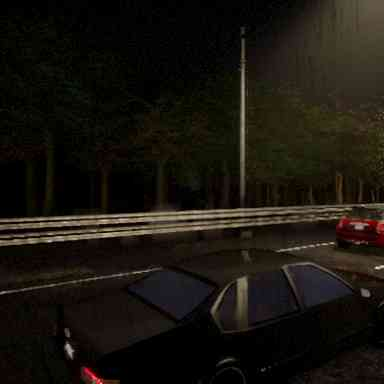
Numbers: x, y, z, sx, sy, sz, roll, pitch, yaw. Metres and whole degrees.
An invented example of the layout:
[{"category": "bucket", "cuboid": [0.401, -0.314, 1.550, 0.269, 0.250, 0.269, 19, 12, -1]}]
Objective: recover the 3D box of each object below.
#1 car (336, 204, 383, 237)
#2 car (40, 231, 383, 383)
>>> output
[{"category": "car", "cuboid": [7.898, 1.325, 13.370, 4.553, 1.767, 2.097, 0, 0, -34]}, {"category": "car", "cuboid": [0.913, 1.537, 4.571, 5.357, 1.411, 2.033, 0, 0, -34]}]
